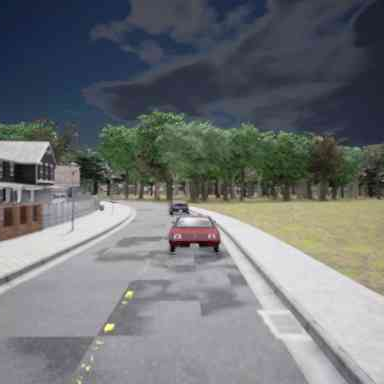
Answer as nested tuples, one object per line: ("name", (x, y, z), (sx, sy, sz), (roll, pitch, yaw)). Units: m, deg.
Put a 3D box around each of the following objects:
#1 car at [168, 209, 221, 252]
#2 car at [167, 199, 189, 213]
("car", (0.071, 1.599, 13.937), (1.895, 1.301, 4.718), (0, 0, -1))
("car", (-1.414, 1.491, 33.721), (1.837, 1.490, 4.892), (0, 0, -8))
